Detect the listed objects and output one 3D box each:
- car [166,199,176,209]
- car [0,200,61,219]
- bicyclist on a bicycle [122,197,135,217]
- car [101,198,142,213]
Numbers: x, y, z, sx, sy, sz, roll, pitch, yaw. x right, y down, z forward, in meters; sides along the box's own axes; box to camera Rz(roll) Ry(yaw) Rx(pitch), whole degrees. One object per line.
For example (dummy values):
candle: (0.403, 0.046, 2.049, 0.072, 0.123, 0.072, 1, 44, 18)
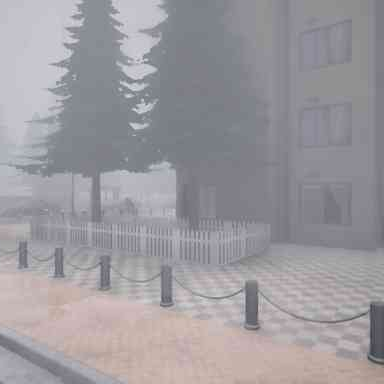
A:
car: (-1.574, 1.510, 45.053, 1.812, 1.442, 4.674, 0, 0, 37)
car: (-13.914, 1.476, 28.872, 2.128, 1.511, 4.902, 0, 0, 37)
bicyclist on a bicycle: (-5.309, 1.285, 27.828, 1.656, 1.620, 0.582, 0, 0, 37)
car: (-7.788, 1.462, 36.924, 1.882, 1.535, 5.008, 0, 0, 37)
